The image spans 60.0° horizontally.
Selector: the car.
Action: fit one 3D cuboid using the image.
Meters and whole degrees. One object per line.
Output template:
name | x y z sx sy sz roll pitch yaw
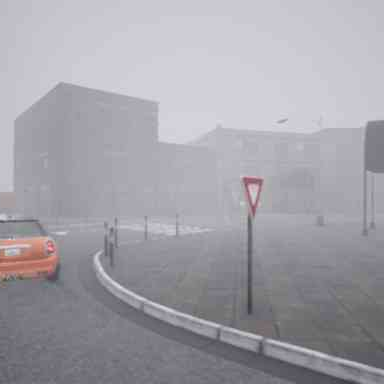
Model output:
car | -5.173 1.387 9.311 2.097 1.767 4.553 0 0 -32
